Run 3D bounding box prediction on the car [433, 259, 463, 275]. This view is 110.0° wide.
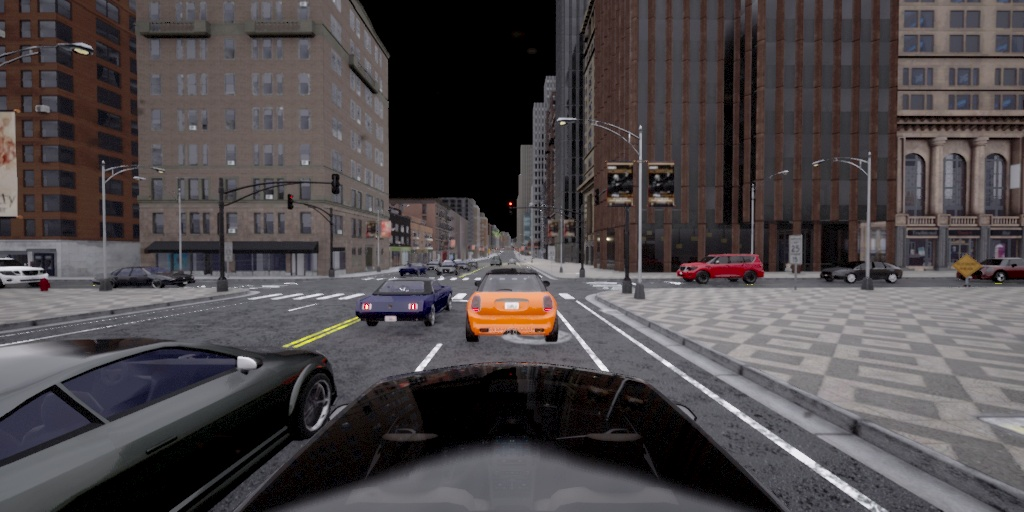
[{"bbox_3d":[-6.571,1.320,37.233,1.994,1.385,4.181,0,0,-2],"label":"car"}]

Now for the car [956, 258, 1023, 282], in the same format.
[{"bbox_3d":[35.000,0.920,25.667,4.553,1.767,2.097,0,1,0],"label":"car"}]

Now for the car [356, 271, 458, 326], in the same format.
[{"bbox_3d":[-3.154,1.348,11.561,1.895,1.301,4.718,0,0,0],"label":"car"}]

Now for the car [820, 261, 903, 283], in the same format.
[{"bbox_3d":[24.882,1.113,25.632,4.892,1.490,1.837,0,1,0],"label":"car"}]

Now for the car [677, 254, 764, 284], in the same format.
[{"bbox_3d":[14.826,0.869,25.589,5.566,2.045,2.150,0,1,0],"label":"car"}]

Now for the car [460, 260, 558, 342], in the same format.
[{"bbox_3d":[0.006,1.099,9.911,2.097,1.767,4.553,0,0,0],"label":"car"}]

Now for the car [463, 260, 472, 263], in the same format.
[{"bbox_3d":[-6.625,1.325,48.201,1.994,1.385,4.181,0,0,0],"label":"car"}]

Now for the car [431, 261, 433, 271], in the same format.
[{"bbox_3d":[-9.869,1.324,45.740,1.994,1.385,4.181,0,0,0],"label":"car"}]

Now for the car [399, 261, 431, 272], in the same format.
[{"bbox_3d":[-9.870,1.356,36.092,1.895,1.301,4.718,0,0,0],"label":"car"}]

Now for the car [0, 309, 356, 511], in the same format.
[{"bbox_3d":[-3.158,1.313,2.742,1.994,1.385,4.181,0,0,1],"label":"car"}]

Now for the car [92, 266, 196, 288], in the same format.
[{"bbox_3d":[-24.119,1.390,23.563,5.357,1.411,2.033,0,1,0],"label":"car"}]

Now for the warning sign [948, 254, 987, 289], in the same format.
[{"bbox_3d":[25.168,0.823,19.831,1.060,1.860,1.300,0,0,0],"label":"warning sign"}]

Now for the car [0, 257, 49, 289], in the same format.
[{"bbox_3d":[-34.311,1.099,23.613,5.566,2.045,2.150,0,1,0],"label":"car"}]
